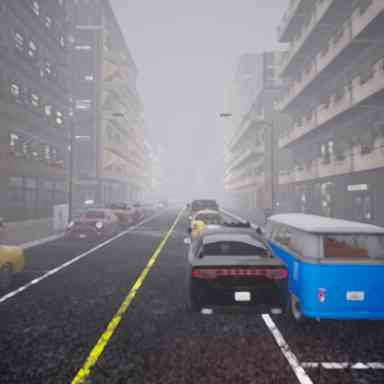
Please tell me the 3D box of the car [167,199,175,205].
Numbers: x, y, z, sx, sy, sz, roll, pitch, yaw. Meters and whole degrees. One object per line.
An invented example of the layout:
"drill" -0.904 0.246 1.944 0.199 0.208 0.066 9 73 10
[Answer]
"car" -5.330 2.518 84.748 1.802 1.307 4.206 1 -1 0

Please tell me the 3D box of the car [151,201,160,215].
"car" -5.317 2.032 40.359 1.802 1.307 4.206 1 -1 0

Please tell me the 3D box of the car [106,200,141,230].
"car" -5.309 1.581 23.716 2.192 1.841 5.009 1 -1 0

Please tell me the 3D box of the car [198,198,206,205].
"car" 2.552 2.376 84.773 1.967 1.590 4.097 1 -1 0

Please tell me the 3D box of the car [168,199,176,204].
"car" -5.332 2.579 90.297 1.802 1.307 4.206 1 -1 0

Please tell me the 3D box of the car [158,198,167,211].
"car" -5.320 2.096 51.287 1.752 1.417 4.829 1 -1 0

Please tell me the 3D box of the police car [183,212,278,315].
"police car" 0.824 1.516 8.000 1.930 1.638 5.238 0 -1 0

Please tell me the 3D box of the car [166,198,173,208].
"car" -5.321 2.009 62.556 2.192 1.841 5.009 1 -1 0

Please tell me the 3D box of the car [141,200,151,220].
"car" -5.311 1.643 29.265 2.192 1.841 5.009 1 -1 0

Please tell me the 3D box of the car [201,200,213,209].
"car" 2.559 2.160 57.198 1.752 1.417 4.829 1 -1 0

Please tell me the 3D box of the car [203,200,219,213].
"car" 2.563 1.951 45.932 1.967 1.590 4.097 1 -1 0

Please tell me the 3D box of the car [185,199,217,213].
"car" 0.819 1.493 23.923 2.150 2.045 5.566 0 -1 0

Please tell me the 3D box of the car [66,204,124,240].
"car" -5.309 1.644 18.166 1.967 1.590 4.097 1 -1 0

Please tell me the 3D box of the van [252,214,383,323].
"van" 2.575 1.421 7.091 1.690 1.788 3.998 1 -1 0

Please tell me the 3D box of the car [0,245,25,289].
"car" -5.307 1.604 6.897 1.752 1.417 4.829 1 -1 0

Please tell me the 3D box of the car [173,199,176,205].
"car" -5.327 2.366 73.651 2.008 1.369 4.403 1 -1 0

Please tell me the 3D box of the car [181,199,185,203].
"car" 0.002 2.044 44.543 2.033 1.411 5.357 0 -1 0

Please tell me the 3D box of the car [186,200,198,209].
"car" -0.016 2.121 57.994 1.882 1.535 5.008 0 -1 0

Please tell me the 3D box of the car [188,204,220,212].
"car" 0.821 1.658 18.080 1.801 1.575 5.366 0 -1 0
